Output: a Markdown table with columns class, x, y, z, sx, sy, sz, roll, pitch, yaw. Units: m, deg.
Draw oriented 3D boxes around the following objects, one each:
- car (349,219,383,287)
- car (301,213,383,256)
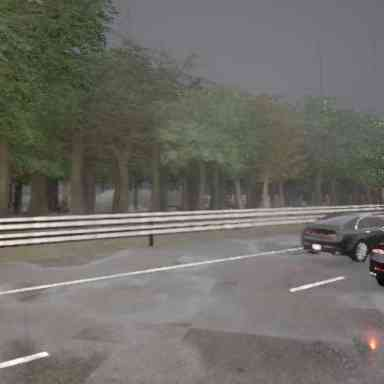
| class | x | y | z | sx | sy | sz | roll | pitch | yaw |
| --- | --- | --- | --- | --- | --- | --- | --- | --- | --- |
| car | 6.217 | 1.503 | 7.995 | 4.902 | 1.511 | 2.128 | 0 | 0 | -34 |
| car | 6.036 | 1.515 | 12.091 | 4.892 | 1.490 | 1.837 | 0 | 0 | -34 |
